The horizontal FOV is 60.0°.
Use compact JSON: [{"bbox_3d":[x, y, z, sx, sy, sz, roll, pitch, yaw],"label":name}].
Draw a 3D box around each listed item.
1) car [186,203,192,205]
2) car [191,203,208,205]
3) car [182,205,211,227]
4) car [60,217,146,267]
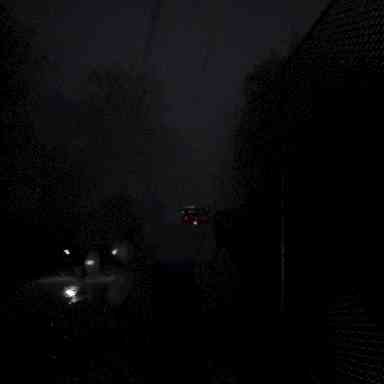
[{"bbox_3d":[-0.179,2.444,53.599,1.895,1.301,4.718,0,-2,8],"label":"car"},{"bbox_3d":[1.379,2.165,41.805,1.895,1.301,4.718,0,-1,5],"label":"car"},{"bbox_3d":[0.301,1.850,24.825,1.895,1.301,4.718,0,-1,2],"label":"car"},{"bbox_3d":[-2.859,1.635,12.018,2.033,1.411,5.357,0,-1,0],"label":"car"}]
